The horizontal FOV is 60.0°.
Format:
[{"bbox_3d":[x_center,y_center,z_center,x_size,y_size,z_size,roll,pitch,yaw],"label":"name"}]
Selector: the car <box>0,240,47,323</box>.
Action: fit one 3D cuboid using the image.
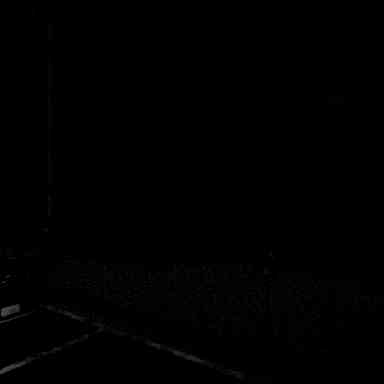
[{"bbox_3d":[-4.499,1.546,6.285,4.403,1.369,2.008,0,0,35],"label":"car"}]
